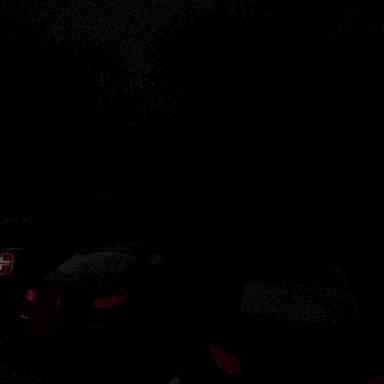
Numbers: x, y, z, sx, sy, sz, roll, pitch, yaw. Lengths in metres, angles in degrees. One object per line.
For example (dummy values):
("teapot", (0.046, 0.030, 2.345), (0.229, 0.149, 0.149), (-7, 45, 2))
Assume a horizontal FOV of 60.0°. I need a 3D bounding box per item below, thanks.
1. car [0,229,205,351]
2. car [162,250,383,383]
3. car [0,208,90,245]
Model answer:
("car", (-1.011, 1.513, 6.247), (2.002, 1.452, 4.674), (0, -1, 16))
("car", (1.391, 1.522, 4.514), (2.002, 1.452, 4.674), (0, -1, 16))
("car", (-3.407, 1.338, 7.971), (2.185, 1.767, 4.553), (0, -1, 17))
